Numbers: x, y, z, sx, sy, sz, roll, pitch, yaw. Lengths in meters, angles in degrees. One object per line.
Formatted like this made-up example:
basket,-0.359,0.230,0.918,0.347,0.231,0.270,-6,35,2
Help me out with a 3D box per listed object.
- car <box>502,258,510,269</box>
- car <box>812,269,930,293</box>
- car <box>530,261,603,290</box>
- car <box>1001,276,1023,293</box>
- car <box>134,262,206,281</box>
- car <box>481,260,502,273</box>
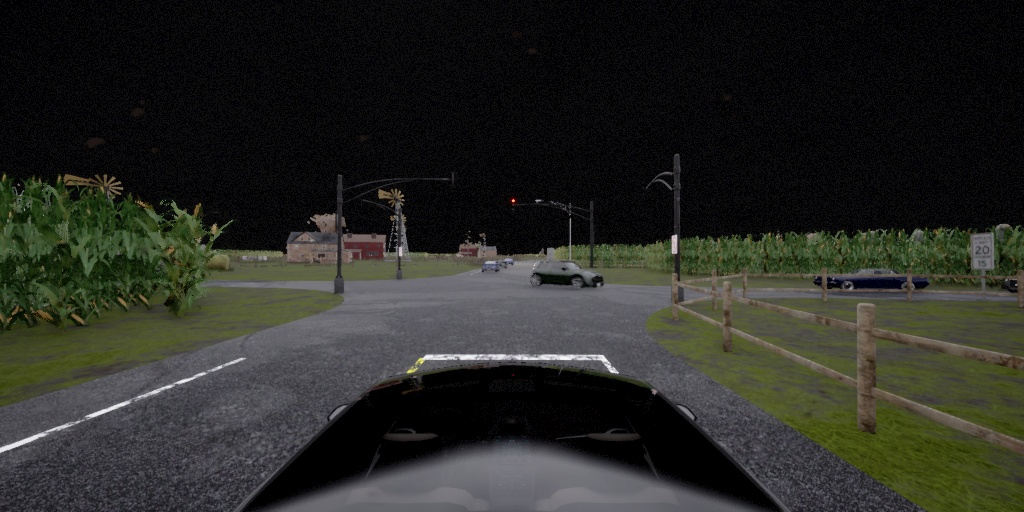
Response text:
car,-1.877,1.300,57.414,1.994,1.385,4.181,0,0,4
car,20.380,1.401,20.606,4.718,1.301,1.895,0,-1,9
car,3.421,1.106,22.636,4.553,1.767,2.097,0,-1,42
car,29.348,1.377,19.058,4.181,1.385,1.994,0,-1,10
car,-24.191,1.195,25.293,4.902,1.511,2.128,0,-1,9
car,-2.598,1.271,43.937,1.812,1.442,4.674,0,0,3
